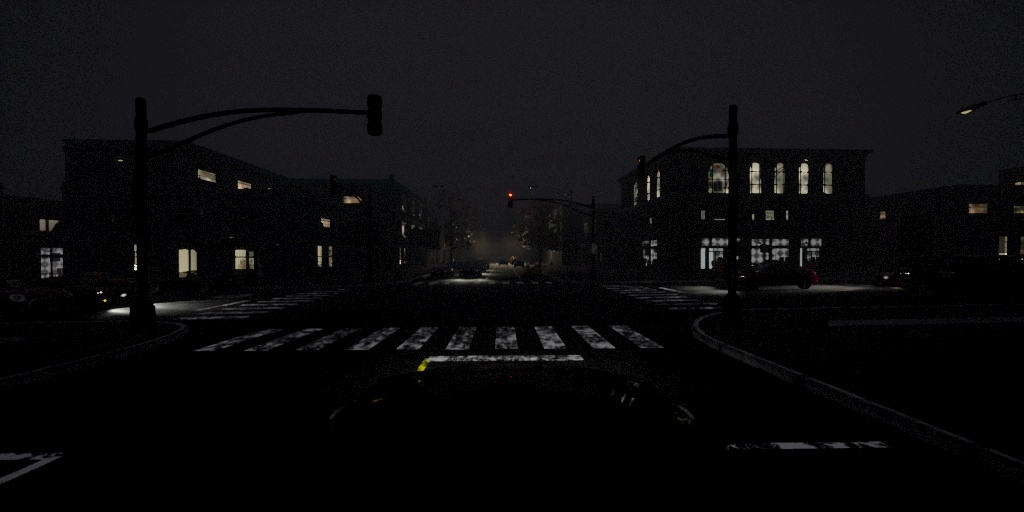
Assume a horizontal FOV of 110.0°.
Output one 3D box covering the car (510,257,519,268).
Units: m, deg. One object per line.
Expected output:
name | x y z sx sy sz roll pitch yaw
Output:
car | 1.186 1.288 61.521 2.007 1.370 4.403 0 0 -1

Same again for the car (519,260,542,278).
car | 1.886 1.270 33.969 1.751 1.417 4.829 0 0 -1

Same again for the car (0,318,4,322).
car | -5.661 1.295 1.077 1.888 1.381 4.507 0 0 -1

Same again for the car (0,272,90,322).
car | -18.344 1.422 12.745 4.097 1.591 1.967 0 0 -2

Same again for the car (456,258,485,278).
car | -3.916 1.222 34.412 1.882 1.535 5.008 0 0 -2

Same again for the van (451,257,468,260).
van | -6.769 1.082 44.674 1.690 1.789 3.998 0 0 -1

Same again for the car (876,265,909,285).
car | 23.531 0.918 20.316 4.902 1.511 2.128 -1 1 -2

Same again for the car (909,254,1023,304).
car | 19.644 0.843 14.358 5.009 1.841 2.192 0 0 -2

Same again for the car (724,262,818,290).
car | 14.309 1.063 19.917 4.674 1.442 1.812 -1 1 -2

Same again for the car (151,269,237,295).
car | -18.676 1.474 21.085 4.313 1.339 1.948 0 0 -2

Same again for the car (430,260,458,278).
car | -6.487 1.326 33.586 1.802 1.307 4.207 0 0 -1

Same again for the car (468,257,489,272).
car | -4.174 1.219 44.451 1.882 1.535 5.008 0 0 -1

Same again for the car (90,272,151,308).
car | -18.638 1.526 15.291 4.181 1.385 1.994 -1 1 -2

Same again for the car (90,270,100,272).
car | -24.494 1.501 20.833 4.829 1.417 1.751 0 0 -2
